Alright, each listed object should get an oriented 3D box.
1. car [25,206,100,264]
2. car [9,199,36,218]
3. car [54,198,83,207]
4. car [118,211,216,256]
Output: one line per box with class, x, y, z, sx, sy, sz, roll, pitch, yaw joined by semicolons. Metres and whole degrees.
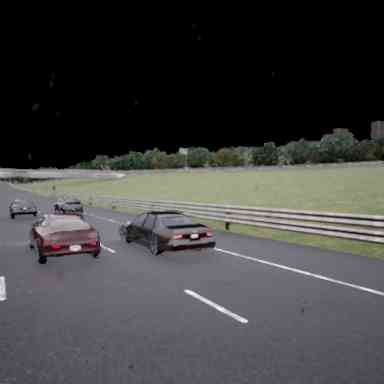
car;-4.556;1.443;11.645;1.812;1.442;4.674;0;1;-30
car;-14.050;1.315;27.604;2.033;1.411;5.357;0;1;-31
car;-10.907;1.242;29.163;2.128;1.511;4.902;0;1;-31
car;-1.205;1.449;12.830;2.033;1.411;5.357;0;1;-31
